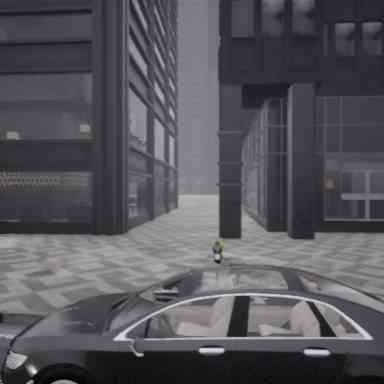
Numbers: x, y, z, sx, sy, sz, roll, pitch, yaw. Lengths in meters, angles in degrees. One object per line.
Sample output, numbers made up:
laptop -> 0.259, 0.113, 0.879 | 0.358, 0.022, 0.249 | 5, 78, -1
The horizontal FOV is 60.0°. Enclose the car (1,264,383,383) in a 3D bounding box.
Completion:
car -> 0.269, 1.527, 3.627 | 4.403, 1.369, 2.008 | 0, 0, 4
